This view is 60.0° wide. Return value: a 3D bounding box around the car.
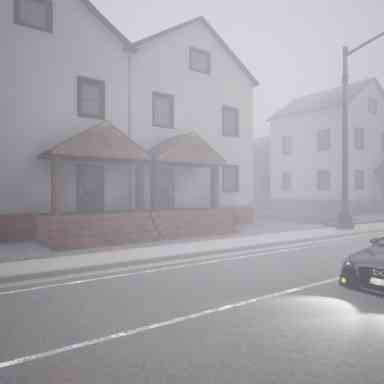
[{"bbox_3d":[5.258,1.563,7.623,4.181,1.385,1.994,0,0,-35],"label":"car"}]
